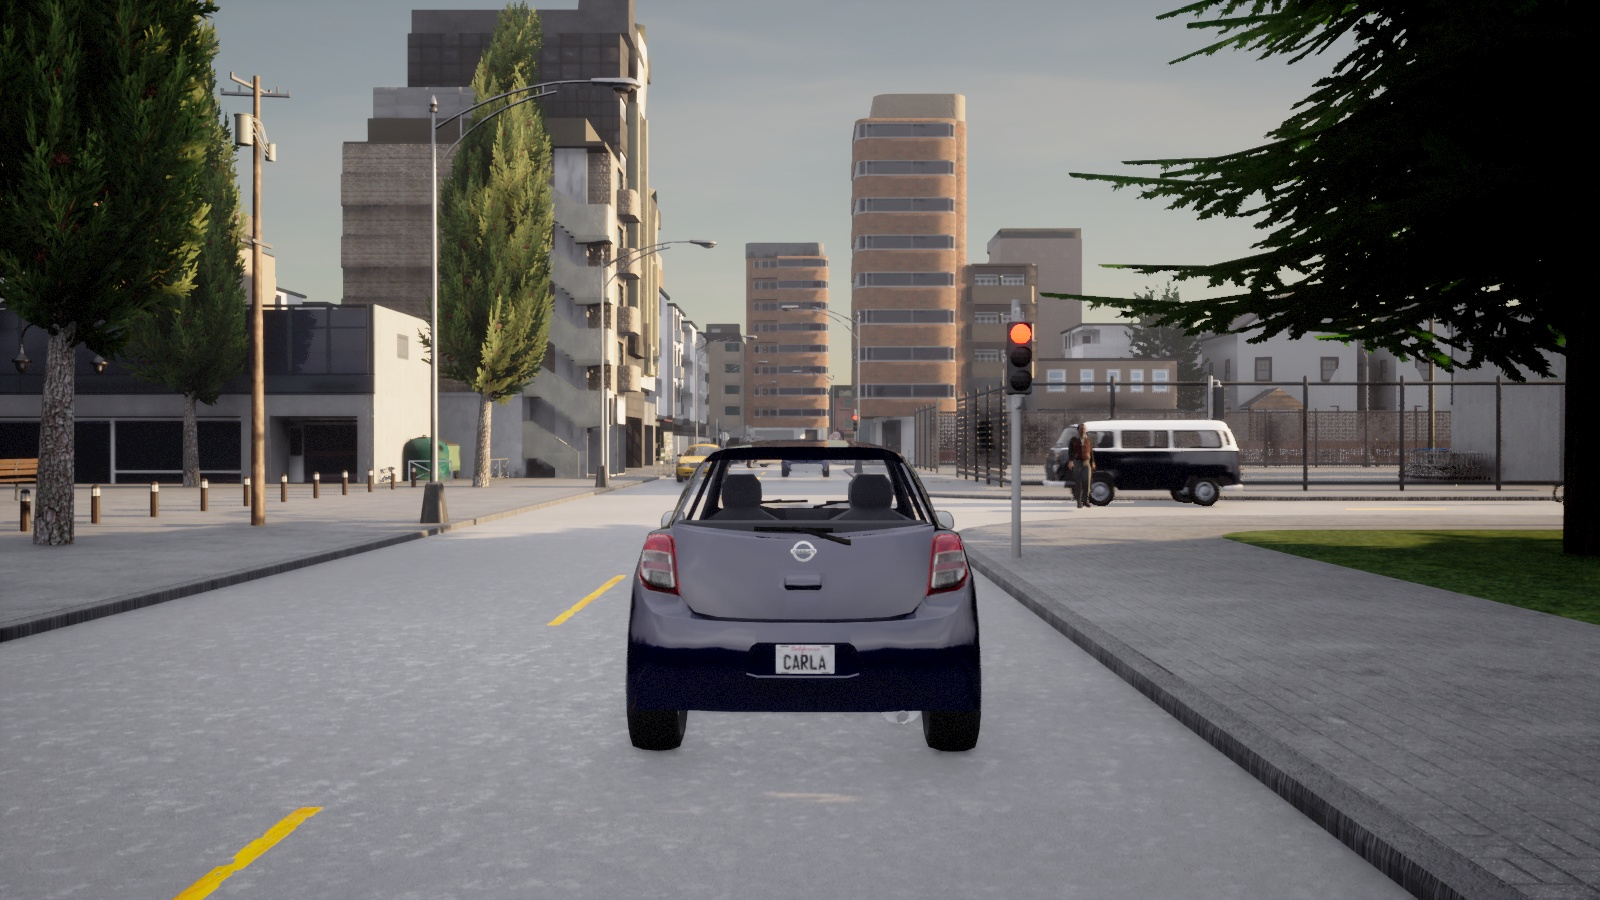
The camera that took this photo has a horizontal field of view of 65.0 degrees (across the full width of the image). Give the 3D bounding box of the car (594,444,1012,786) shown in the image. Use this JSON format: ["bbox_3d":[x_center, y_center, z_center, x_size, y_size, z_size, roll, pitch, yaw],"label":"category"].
[{"bbox_3d":[0.036,0.719,7.361,1.845,1.501,3.633,0,0,1],"label":"car"}]

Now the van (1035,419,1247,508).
[{"bbox_3d":[8.074,0.309,30.053,4.480,2.038,2.069,0,0,0],"label":"van"}]

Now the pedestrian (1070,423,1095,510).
[{"bbox_3d":[6.063,0.346,26.997,0.376,1.854,0.720,0,0,0],"label":"pedestrian"}]

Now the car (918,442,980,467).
[{"bbox_3d":[9.386,0.285,79.365,3.705,1.549,1.789,0,0,0],"label":"car"}]

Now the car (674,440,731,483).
[{"bbox_3d":[-3.769,0.404,49.318,1.801,1.575,5.366,0,0,0],"label":"car"}]
